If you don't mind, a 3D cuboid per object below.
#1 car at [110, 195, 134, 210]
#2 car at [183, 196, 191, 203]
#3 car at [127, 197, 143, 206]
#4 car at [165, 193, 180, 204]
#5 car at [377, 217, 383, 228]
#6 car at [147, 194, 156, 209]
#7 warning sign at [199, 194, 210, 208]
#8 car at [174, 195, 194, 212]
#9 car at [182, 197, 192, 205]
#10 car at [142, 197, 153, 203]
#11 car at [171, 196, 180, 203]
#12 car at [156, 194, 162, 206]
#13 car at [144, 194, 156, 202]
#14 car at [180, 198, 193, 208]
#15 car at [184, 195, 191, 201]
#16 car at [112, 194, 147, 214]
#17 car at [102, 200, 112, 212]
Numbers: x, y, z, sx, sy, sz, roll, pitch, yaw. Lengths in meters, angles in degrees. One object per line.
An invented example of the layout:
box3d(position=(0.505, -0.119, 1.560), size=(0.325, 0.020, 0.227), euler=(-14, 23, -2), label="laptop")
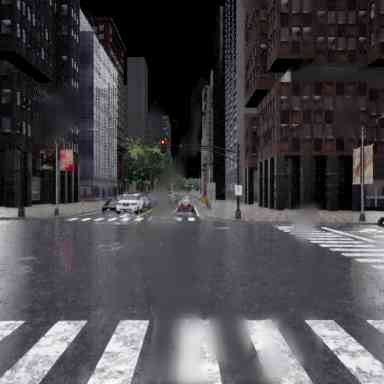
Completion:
box3d(position=(-9.286, 1.335, 44.310), size=(2.192, 1.841, 5.009), euler=(0, 0, -1), label="car")
box3d(position=(-1.009, 1.612, 71.677), size=(1.752, 1.417, 4.829), euler=(0, 0, -1), label="car")
box3d(position=(-9.382, 1.570, 54.991), size=(1.752, 1.417, 4.829), euler=(0, 0, -1), label="car")
box3d(position=(-3.614, 1.562, 65.602), size=(2.128, 1.511, 4.902), euler=(0, 0, 0), label="car")
box3d(position=(14.096, 1.787, 20.943), size=(4.181, 1.385, 1.994), euler=(1, 0, 0), label="car")
box3d(position=(-6.627, 1.375, 45.547), size=(2.097, 1.767, 4.553), euler=(0, 0, 0), label="car")
box3d(position=(1.567, 1.132, 42.650), size=(1.300, 1.860, 1.060), euler=(0, 0, -1), label="warning sign")
box3d(position=(-0.711, 1.448, 38.959), size=(1.967, 1.590, 4.097), euler=(0, 0, -1), label="car")
box3d(position=(-0.909, 1.603, 60.658), size=(1.887, 1.381, 4.507), euler=(0, 0, -1), label="car")
box3d(position=(-9.533, 1.669, 71.439), size=(1.802, 1.307, 4.206), euler=(0, 0, -1), label="car")
box3d(position=(-3.803, 1.694, 75.790), size=(1.895, 1.301, 4.718), euler=(0, 0, -1), label="car")
box3d(position=(-6.709, 1.398, 55.748), size=(2.097, 1.767, 4.553), euler=(0, 0, 0), label="car")
box3d(position=(-9.583, 1.417, 76.865), size=(2.192, 1.841, 5.009), euler=(0, 0, -1), label="car")
box3d(position=(-0.809, 1.614, 49.808), size=(1.802, 1.307, 4.206), euler=(0, 0, -1), label="car")
box3d(position=(-1.157, 1.574, 87.782), size=(1.967, 1.590, 4.097), euler=(0, 0, -1), label="car")
box3d(position=(-6.540, 1.223, 35.522), size=(2.150, 2.045, 5.566), euler=(0, 0, -1), label="car")
box3d(position=(-9.235, 1.574, 38.884), size=(1.947, 1.339, 4.313), euler=(0, 0, -1), label="car")
